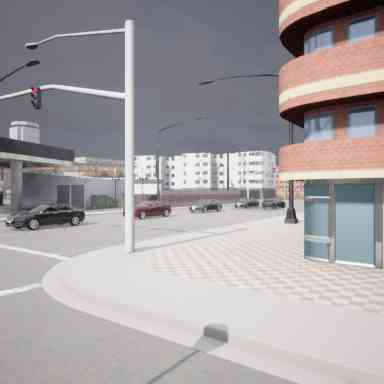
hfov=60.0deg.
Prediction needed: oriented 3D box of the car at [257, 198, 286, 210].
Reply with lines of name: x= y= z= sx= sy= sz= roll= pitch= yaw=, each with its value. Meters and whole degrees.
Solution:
car: x=10.824 y=1.489 z=43.736 sx=2.128 sy=1.511 sz=4.902 roll=0 pitch=0 yaw=35

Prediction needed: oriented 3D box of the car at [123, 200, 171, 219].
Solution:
car: x=-3.838 y=1.478 z=28.991 sx=1.882 sy=1.535 sz=5.008 roll=0 pitch=0 yaw=34

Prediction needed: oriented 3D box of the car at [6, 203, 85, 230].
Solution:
car: x=-9.163 y=1.505 z=21.211 sx=1.837 sy=1.490 sz=4.892 roll=0 pitch=0 yaw=34

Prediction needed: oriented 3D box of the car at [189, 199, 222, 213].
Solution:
car: x=1.581 y=1.491 z=36.838 sx=2.128 sy=1.511 sz=4.902 roll=0 pitch=0 yaw=35

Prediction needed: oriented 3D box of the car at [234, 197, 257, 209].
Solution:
car: x=7.490 y=1.491 z=45.364 sx=2.128 sy=1.511 sz=4.902 roll=0 pitch=0 yaw=35
